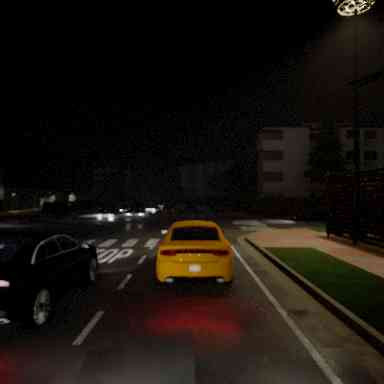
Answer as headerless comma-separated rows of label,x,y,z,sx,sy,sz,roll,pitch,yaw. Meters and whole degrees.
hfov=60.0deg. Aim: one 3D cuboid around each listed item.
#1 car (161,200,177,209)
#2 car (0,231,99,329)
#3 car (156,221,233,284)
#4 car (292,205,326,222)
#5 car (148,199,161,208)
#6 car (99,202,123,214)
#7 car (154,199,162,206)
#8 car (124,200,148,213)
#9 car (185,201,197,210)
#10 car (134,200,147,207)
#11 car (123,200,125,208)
car,-3.745,2.139,57.921,2.128,1.511,4.902,0,-1,-1
car,-3.433,1.572,7.075,2.128,1.511,4.902,0,-1,0
car,0.076,1.590,9.915,1.882,1.535,5.008,0,-1,0
car,11.598,1.853,28.882,5.357,1.411,2.033,0,-1,0
car,-7.438,2.174,60.981,2.128,1.511,4.902,0,-1,0
car,-10.795,2.088,43.566,1.895,1.301,4.718,0,-1,-1
car,-7.843,2.366,76.685,1.812,1.442,4.674,0,-1,-8
car,-7.259,1.993,43.698,1.837,1.490,4.892,0,0,-2
car,-0.190,2.135,52.568,2.033,1.411,5.357,0,-1,-1
car,-11.012,2.349,71.296,1.994,1.385,4.181,0,-1,-1
car,-10.910,2.111,56.570,1.882,1.535,5.008,0,0,0
